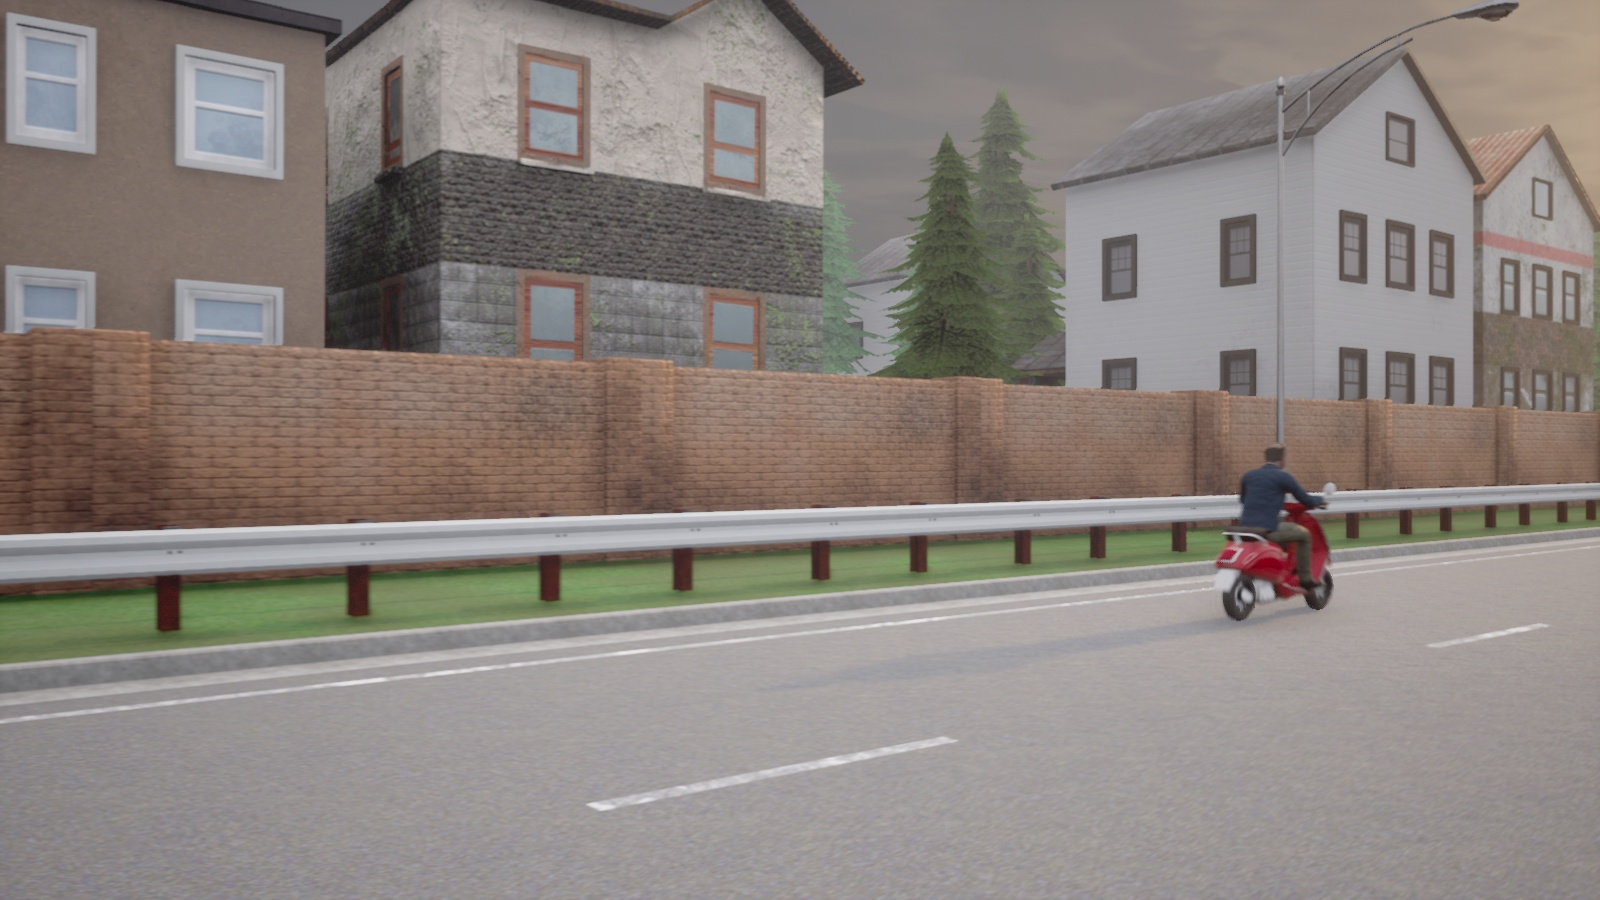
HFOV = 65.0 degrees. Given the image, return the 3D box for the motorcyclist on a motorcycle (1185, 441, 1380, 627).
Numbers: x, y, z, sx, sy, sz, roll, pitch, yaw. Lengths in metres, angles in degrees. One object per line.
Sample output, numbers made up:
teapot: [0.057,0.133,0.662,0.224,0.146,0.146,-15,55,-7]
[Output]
motorcyclist on a motorcycle: [4.481,0.721,11.624,1.817,1.590,0.866,0,0,-38]
